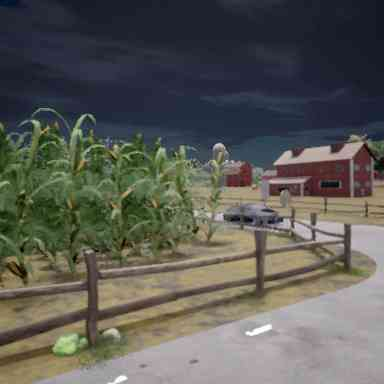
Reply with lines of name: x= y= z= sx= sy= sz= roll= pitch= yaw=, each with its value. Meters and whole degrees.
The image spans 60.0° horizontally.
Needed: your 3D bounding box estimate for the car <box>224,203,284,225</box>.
car: x=4.053 y=1.458 z=22.254 sx=1.994 sy=1.385 sz=4.181 roll=-2 pitch=2 yaw=-38
